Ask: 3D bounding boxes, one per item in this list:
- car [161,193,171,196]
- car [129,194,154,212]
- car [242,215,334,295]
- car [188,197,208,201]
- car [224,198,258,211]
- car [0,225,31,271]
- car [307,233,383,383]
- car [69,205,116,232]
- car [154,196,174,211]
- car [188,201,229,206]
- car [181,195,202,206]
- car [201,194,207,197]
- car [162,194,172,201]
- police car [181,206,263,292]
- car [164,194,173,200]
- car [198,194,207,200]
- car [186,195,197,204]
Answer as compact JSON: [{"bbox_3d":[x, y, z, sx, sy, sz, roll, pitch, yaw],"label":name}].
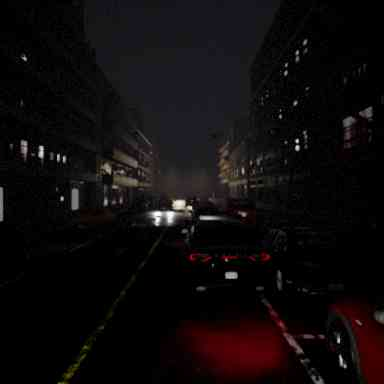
[{"bbox_3d":[-5.780,1.060,70.379,2.192,1.841,5.009,0,0,0],"label":"car"},{"bbox_3d":[-5.738,1.311,36.561,1.967,1.590,4.097,0,0,0],"label":"car"},{"bbox_3d":[2.680,1.522,8.386,2.008,1.369,4.403,0,0,0],"label":"car"},{"bbox_3d":[0.867,1.391,24.881,1.882,1.535,5.008,0,0,0],"label":"car"},{"bbox_3d":[2.666,1.247,19.659,2.192,1.841,5.009,0,0,0],"label":"car"},{"bbox_3d":[-5.701,1.537,8.378,1.947,1.339,4.313,0,0,0],"label":"car"},{"bbox_3d":[2.687,1.430,2.750,1.967,1.590,4.097,0,0,0],"label":"car"},{"bbox_3d":[-5.715,1.458,19.482,1.752,1.417,4.829,0,0,0],"label":"car"},{"bbox_3d":[-3.149,1.463,38.846,1.895,1.301,4.718,0,0,0],"label":"car"},{"bbox_3d":[0.809,1.461,18.876,1.812,1.442,4.674,0,0,0],"label":"car"},{"bbox_3d":[-0.054,1.387,45.131,2.033,1.411,5.357,0,0,0],"label":"car"},{"bbox_3d":[2.599,1.270,70.557,1.752,1.417,4.829,0,0,0],"label":"car"},{"bbox_3d":[-5.789,1.164,76.015,1.967,1.590,4.097,0,0,0],"label":"car"},{"bbox_3d":[0.743,1.394,8.987,1.930,1.638,5.238,0,0,0],"label":"police car"},{"bbox_3d":[-5.796,1.247,81.653,1.887,1.381,4.507,0,0,0],"label":"car"},{"bbox_3d":[2.584,1.247,81.659,1.887,1.381,4.507,0,0,0],"label":"car"},{"bbox_3d":[-0.078,1.312,59.427,1.812,1.442,4.674,0,0,0],"label":"car"}]
